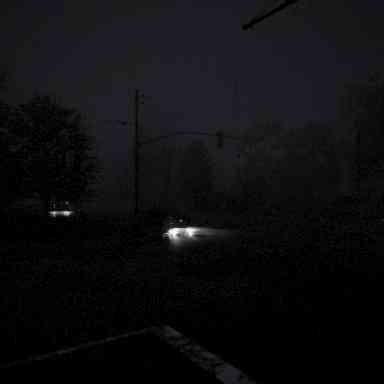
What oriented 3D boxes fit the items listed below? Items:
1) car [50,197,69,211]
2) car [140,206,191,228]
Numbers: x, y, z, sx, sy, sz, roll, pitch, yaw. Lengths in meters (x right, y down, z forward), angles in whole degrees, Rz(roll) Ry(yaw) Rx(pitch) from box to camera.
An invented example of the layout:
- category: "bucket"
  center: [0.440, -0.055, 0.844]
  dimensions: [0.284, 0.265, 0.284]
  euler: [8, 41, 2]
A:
- category: "car"
  center: [-17.217, 1.424, 42.125]
  dimensions: [2.097, 1.767, 4.553]
  euler: [0, 0, -39]
- category: "car"
  center: [-1.865, 1.624, 22.602]
  dimensions: [1.994, 1.385, 4.181]
  euler: [0, 0, -36]
